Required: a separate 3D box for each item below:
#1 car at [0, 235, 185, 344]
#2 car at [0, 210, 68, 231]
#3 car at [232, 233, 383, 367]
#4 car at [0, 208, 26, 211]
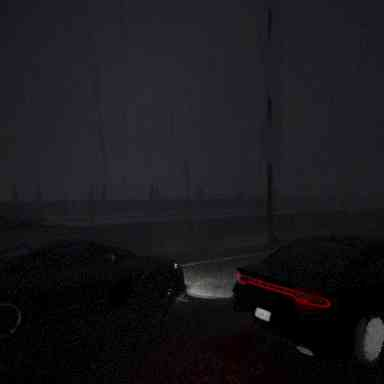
[{"bbox_3d":[-2.210,1.561,6.469,4.181,1.385,1.994,0,0,-36],"label":"car"},{"bbox_3d":[-7.144,1.546,11.795,5.357,1.411,2.033,0,0,-35],"label":"car"},{"bbox_3d":[2.953,1.469,5.853,5.008,1.535,1.882,0,0,-36],"label":"car"},{"bbox_3d":[-10.137,1.560,18.256,4.181,1.385,1.994,0,0,-35],"label":"car"}]
